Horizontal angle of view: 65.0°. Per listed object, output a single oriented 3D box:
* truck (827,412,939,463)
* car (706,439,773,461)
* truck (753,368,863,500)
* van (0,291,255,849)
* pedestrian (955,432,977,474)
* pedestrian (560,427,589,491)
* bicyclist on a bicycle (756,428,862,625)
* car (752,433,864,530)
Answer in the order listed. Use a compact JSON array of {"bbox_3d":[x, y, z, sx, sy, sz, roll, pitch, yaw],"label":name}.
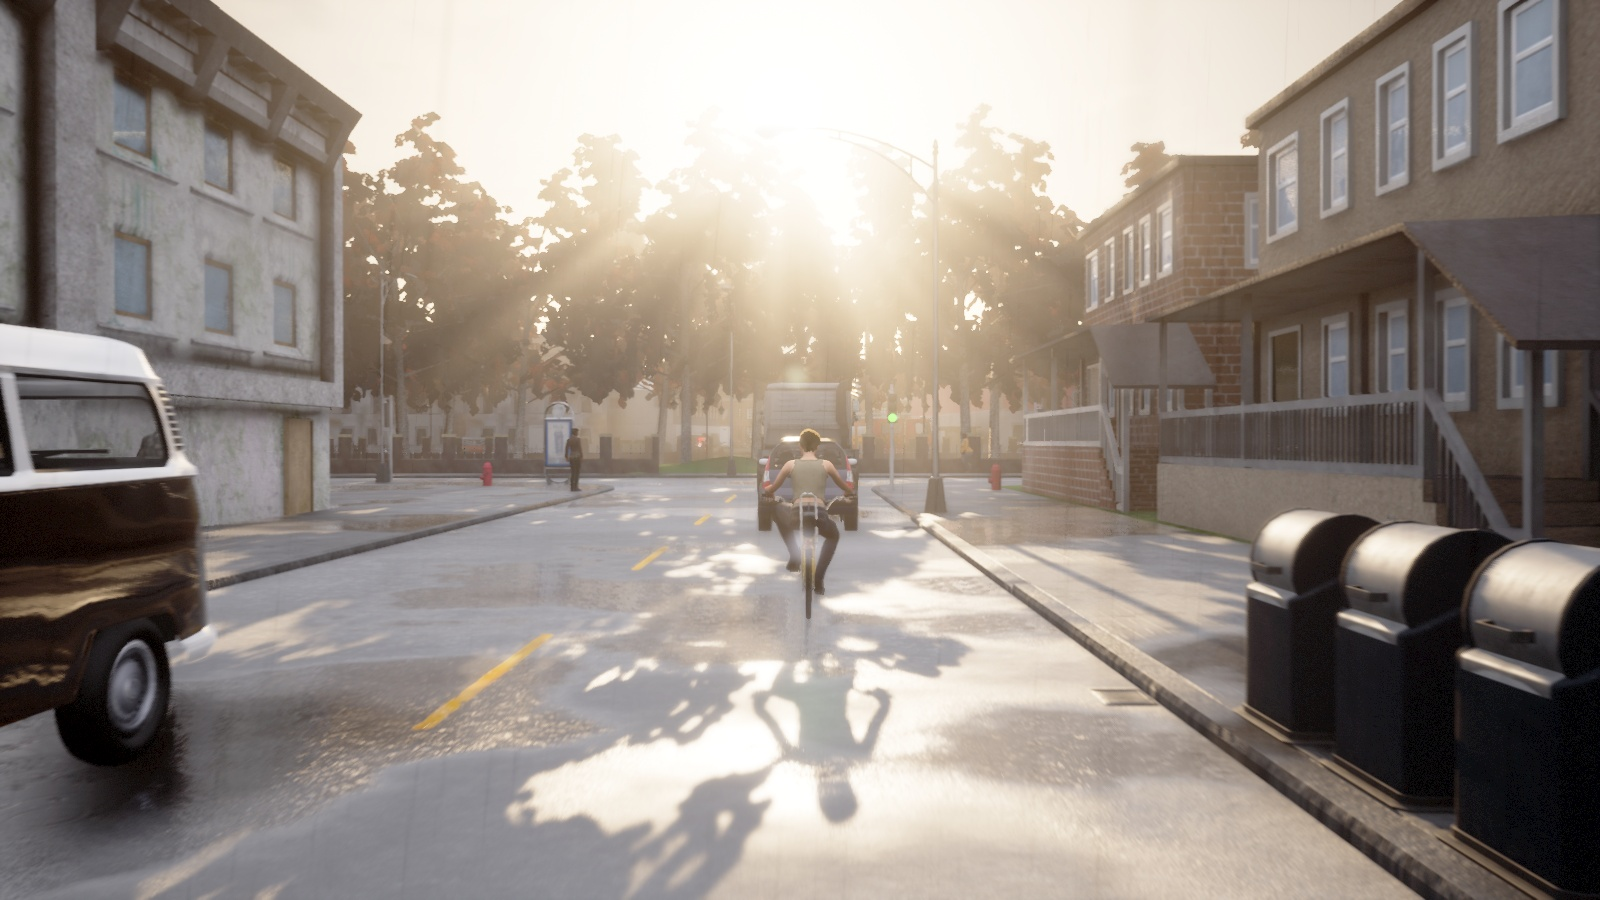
[{"bbox_3d":[6.305,-0.961,96.464,8.468,3.827,2.891,0,0,0],"label":"truck"},{"bbox_3d":[-4.637,-0.026,96.523,5.027,1.651,2.152,0,0,0],"label":"car"},{"bbox_3d":[0.231,-0.445,37.041,2.891,3.462,7.936,0,0,0],"label":"truck"},{"bbox_3d":[-3.959,0.439,4.463,2.069,2.038,4.480,0,1,0],"label":"van"},{"bbox_3d":[7.461,0.142,56.518,0.900,1.855,0.874,0,0,0],"label":"pedestrian"},{"bbox_3d":[-6.459,0.247,35.989,0.328,1.805,0.869,0,0,30],"label":"pedestrian"},{"bbox_3d":[0.077,0.620,11.025,0.866,1.612,1.509,0,0,0],"label":"bicyclist on a bicycle"},{"bbox_3d":[0.143,0.515,22.839,1.851,1.617,3.988,0,0,0],"label":"car"}]
